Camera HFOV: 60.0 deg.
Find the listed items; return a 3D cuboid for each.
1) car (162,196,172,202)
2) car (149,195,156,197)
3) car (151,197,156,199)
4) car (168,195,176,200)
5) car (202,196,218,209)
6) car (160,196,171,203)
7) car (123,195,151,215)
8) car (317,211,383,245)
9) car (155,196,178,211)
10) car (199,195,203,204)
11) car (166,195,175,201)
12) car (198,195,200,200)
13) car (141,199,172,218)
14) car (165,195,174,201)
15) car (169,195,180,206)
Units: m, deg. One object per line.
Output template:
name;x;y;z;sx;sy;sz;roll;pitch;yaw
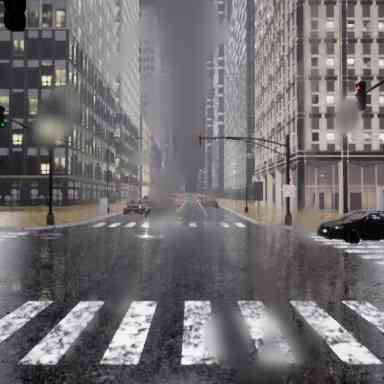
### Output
car;-5.747;1.561;78.418;2.008;1.369;4.403;1;0;0
car;-5.712;1.320;44.967;2.192;1.841;5.009;1;0;0
car;-5.713;1.586;39.392;1.802;1.307;4.206;1;0;0
car;-5.763;1.579;95.143;1.947;1.339;4.313;1;0;0
car;2.662;1.587;45.036;1.802;1.307;4.206;1;0;0
car;-5.742;1.554;72.843;1.887;1.381;4.507;1;0;0
car;-5.705;1.444;33.817;1.967;1.590;4.097;1;0;0
car;8.045;1.603;15.377;4.181;1.385;1.994;0;-1;-6
car;-3.133;1.552;41.221;2.033;1.411;5.357;0;0;0
car;2.654;1.532;56.362;1.752;1.417;4.829;1;0;0
car;-5.757;1.563;89.568;2.008;1.369;4.403;1;0;0
car;2.648;1.573;61.769;1.947;1.339;4.313;1;0;0
car;-3.126;1.604;30.313;1.895;1.301;4.718;0;0;0
car;-5.752;1.556;83.993;1.887;1.381;4.507;1;0;0
car;-3.129;1.358;53.950;2.097;1.767;4.553;0;0;0
